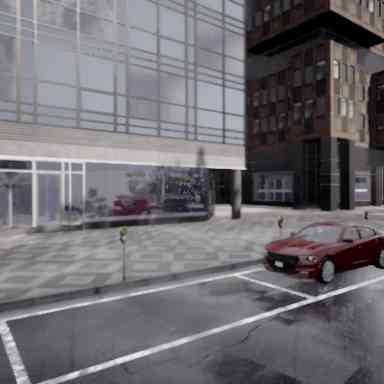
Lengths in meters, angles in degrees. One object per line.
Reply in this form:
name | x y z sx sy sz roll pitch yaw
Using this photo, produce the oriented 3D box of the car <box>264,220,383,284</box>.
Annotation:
car | 3.971 1.526 9.478 4.507 1.381 1.887 0 0 -35
